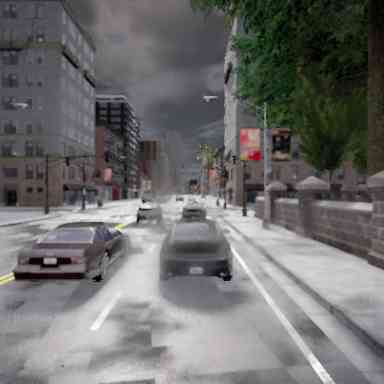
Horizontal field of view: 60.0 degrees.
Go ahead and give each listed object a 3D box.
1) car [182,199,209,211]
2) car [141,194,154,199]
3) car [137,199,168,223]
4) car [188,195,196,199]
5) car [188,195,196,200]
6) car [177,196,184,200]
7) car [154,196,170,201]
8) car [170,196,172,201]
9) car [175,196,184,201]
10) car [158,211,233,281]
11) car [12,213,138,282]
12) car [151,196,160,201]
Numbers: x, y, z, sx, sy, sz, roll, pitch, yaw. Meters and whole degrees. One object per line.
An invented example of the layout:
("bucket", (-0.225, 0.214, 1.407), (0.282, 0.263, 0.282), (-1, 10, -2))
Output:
("car", (0.262, 1.593, 26.296), (1.837, 1.490, 4.892), (0, 0, 3))
("car", (-9.750, 1.445, 72.782), (2.150, 2.045, 5.566), (0, 0, 0))
("car", (-3.283, 1.579, 26.256), (2.128, 1.511, 4.902), (0, 0, -3))
("car", (0.001, 1.756, 85.208), (1.812, 1.442, 4.674), (0, 0, 0))
("car", (0.001, 1.630, 95.210), (2.033, 1.411, 5.357), (0, 0, 0))
("car", (-3.249, 1.685, 95.240), (1.895, 1.301, 4.718), (0, 0, 0))
("car", (-6.500, 1.575, 72.842), (2.097, 1.767, 4.553), (0, 0, 0))
("car", (-6.500, 1.680, 88.831), (1.882, 1.535, 5.008), (0, 0, 0))
("car", (-3.248, 1.756, 85.208), (1.812, 1.442, 4.674), (0, 0, 0))
("car", (0.100, 1.538, 9.907), (1.837, 1.490, 4.892), (0, 0, 0))
("car", (-3.151, 1.581, 9.882), (2.033, 1.411, 5.357), (0, 0, 0))
("car", (-9.750, 1.797, 88.801), (1.895, 1.301, 4.718), (0, 0, 0))
